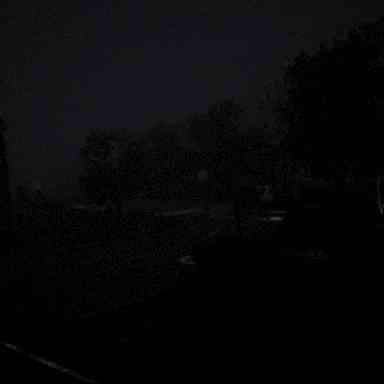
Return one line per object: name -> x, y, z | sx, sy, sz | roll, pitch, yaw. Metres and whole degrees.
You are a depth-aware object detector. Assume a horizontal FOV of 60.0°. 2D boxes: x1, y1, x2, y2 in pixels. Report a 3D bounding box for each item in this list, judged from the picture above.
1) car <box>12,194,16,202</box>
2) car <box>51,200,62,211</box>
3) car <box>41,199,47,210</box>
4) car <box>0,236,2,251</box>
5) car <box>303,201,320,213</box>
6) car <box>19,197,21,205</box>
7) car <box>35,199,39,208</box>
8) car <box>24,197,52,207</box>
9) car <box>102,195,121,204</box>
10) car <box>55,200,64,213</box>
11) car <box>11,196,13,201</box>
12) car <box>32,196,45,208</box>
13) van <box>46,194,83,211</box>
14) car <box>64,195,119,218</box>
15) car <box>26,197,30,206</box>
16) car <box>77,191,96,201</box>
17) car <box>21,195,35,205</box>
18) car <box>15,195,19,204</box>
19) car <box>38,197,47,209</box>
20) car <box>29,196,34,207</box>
car -> -40.818, 1.926, 82.033 | 2.185, 1.767, 4.553 | -3, 3, 36
car -> -16.959, 2.109, 47.431 | 2.002, 1.452, 4.674 | -2, 4, 35
car -> -20.363, 2.059, 52.375 | 2.097, 1.535, 5.008 | -2, 4, 35
car -> -13.382, 2.900, 19.479 | 5.566, 2.045, 2.435 | -3, 3, 34
car -> 9.193, 1.438, 25.283 | 1.812, 1.442, 4.674 | -5, 2, -26
car -> -33.881, 2.019, 72.321 | 1.946, 1.575, 5.366 | -3, 4, 36
car -> -23.779, 2.091, 57.322 | 2.002, 1.452, 4.674 | -2, 4, 36
car -> -32.267, 2.066, 69.720 | 2.163, 1.488, 4.792 | -3, 4, 36
car -> -14.703, 1.383, 60.699 | 1.994, 1.385, 4.181 | -6, 3, -34
car -> -15.139, 2.054, 45.113 | 1.946, 1.575, 5.366 | -2, 4, 35
car -> -42.472, 2.079, 84.561 | 2.163, 1.488, 4.792 | -3, 3, 36
car -> -25.469, 1.919, 59.811 | 2.185, 1.767, 4.553 | -2, 4, 36
van -> -18.745, 1.850, 49.791 | 1.878, 1.987, 4.442 | -2, 4, 35
car -> -11.845, 1.833, 39.982 | 2.435, 2.045, 5.566 | -2, 4, 35
car -> -28.871, 2.069, 64.772 | 2.163, 1.488, 4.792 | -3, 4, 36
car -> -23.113, 0.871, 72.677 | 2.150, 2.045, 5.566 | -6, 3, -35
car -> -30.590, 1.787, 67.230 | 2.435, 2.045, 5.566 | -3, 4, 36
car -> -35.706, 1.788, 74.655 | 2.435, 2.045, 5.566 | -3, 4, 35
car -> -22.110, 1.933, 54.818 | 2.185, 1.767, 4.553 | -2, 4, 35
car -> -27.169, 1.916, 62.284 | 2.185, 1.767, 4.553 | -2, 4, 36
